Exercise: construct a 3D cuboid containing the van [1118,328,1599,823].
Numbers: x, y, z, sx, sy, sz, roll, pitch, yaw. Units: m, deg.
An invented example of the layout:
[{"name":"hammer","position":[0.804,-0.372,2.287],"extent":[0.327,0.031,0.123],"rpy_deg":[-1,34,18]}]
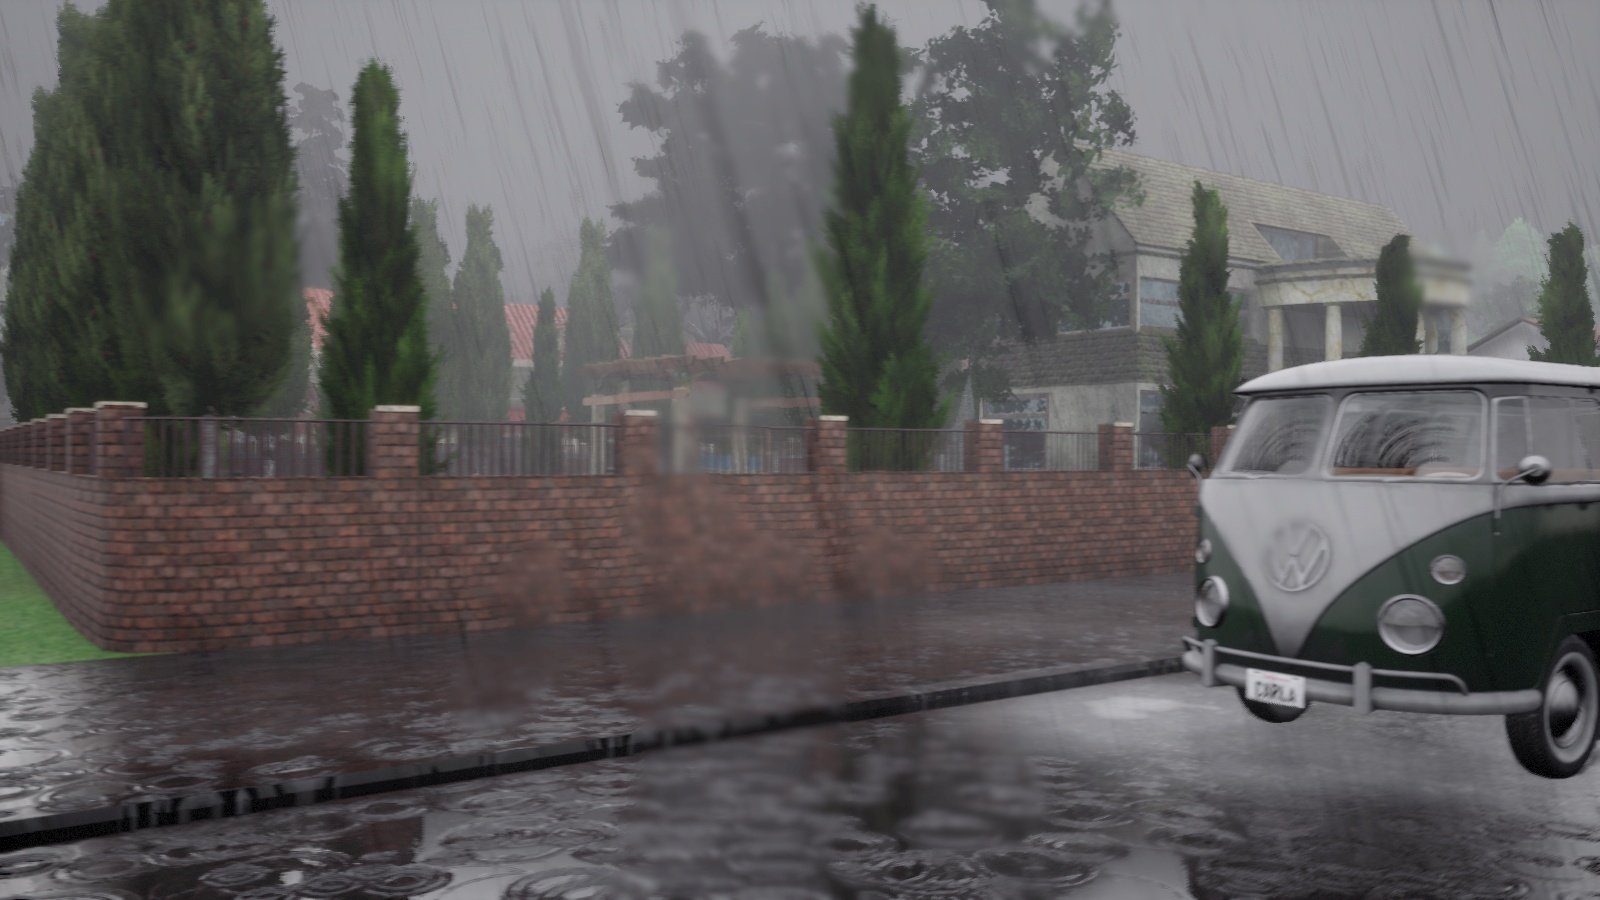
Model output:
[{"name":"van","position":[3.981,0.506,7.040],"extent":[4.442,1.987,1.775],"rpy_deg":[0,0,-35]}]
